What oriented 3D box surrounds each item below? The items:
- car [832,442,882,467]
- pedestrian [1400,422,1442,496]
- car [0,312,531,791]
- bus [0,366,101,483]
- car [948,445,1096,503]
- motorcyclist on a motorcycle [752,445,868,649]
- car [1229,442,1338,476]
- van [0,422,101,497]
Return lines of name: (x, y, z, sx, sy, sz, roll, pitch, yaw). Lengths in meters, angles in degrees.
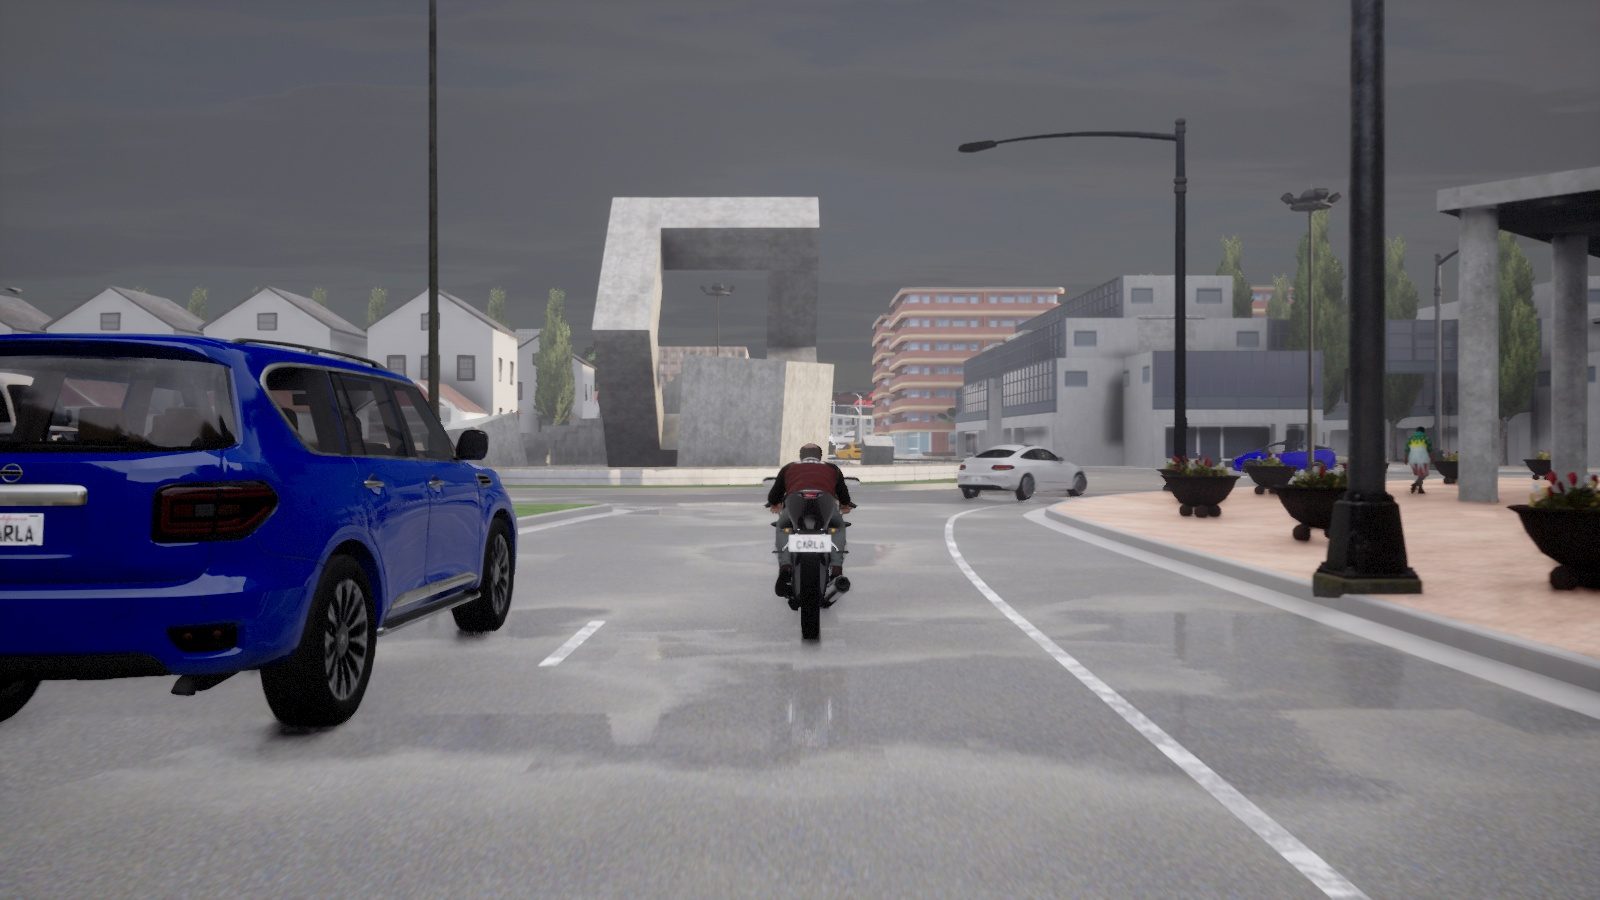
car: (3.694, 0.264, 82.228, 1.882, 1.535, 5.008, 0, 0, -14)
pedestrian: (16.426, 0.233, 33.229, 0.873, 1.952, 0.659, 0, 0, -35)
car: (-3.436, 0.417, 8.141, 2.150, 2.045, 5.566, 0, 0, 0)
bus: (-32.916, -0.927, 48.000, 10.273, 4.253, 3.944, 0, 0, 3)
car: (6.045, 0.586, 33.818, 1.812, 1.442, 4.674, 0, 0, 40)
motorcyclist on a motorcycle: (0.091, 0.722, 10.514, 0.866, 1.530, 2.191, 0, 0, 1)
car: (21.875, 0.390, 56.975, 4.514, 1.525, 2.007, 0, 0, 19)
van: (-22.266, 0.245, 36.701, 2.069, 2.038, 4.480, -1, 1, -45)
